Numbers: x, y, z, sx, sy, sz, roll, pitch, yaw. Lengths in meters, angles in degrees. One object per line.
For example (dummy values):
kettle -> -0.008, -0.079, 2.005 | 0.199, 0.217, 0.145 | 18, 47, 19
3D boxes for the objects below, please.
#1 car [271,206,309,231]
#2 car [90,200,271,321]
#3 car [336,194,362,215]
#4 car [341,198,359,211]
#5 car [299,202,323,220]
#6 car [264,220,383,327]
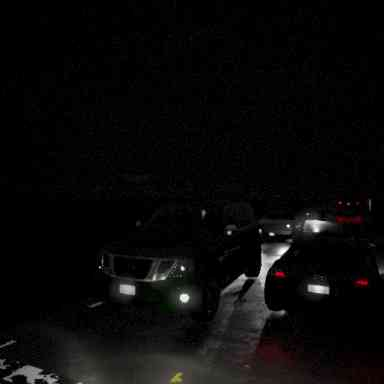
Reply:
car -> 4.595, 1.610, 17.122 | 1.895, 1.301, 4.718 | 0, 0, 26
car -> 0.123, 1.231, 7.875 | 2.150, 2.045, 5.566 | 0, 0, 25
car -> 16.067, 1.240, 34.028 | 2.150, 2.045, 5.566 | 0, 0, 26
car -> 20.731, 1.578, 43.684 | 2.033, 1.411, 5.357 | 0, 0, 26
car -> 10.037, 1.583, 28.268 | 1.994, 1.385, 4.181 | 0, 0, 25
car -> 2.951, 1.563, 7.254 | 1.994, 1.385, 4.181 | 0, 0, 26
